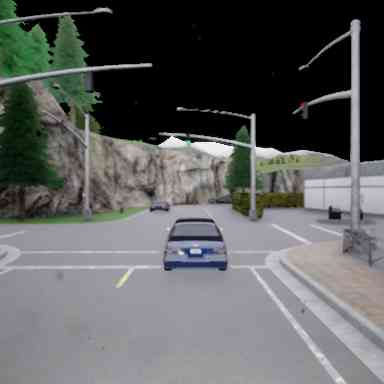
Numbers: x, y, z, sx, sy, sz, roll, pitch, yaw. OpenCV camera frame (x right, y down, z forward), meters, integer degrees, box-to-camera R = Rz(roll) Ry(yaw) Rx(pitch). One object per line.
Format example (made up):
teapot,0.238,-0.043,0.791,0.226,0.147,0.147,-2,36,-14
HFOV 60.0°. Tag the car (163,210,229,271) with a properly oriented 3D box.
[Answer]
car,0.096,1.539,10.865,2.033,1.411,5.357,0,0,0

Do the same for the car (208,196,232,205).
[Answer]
car,5.073,1.452,55.992,4.902,1.511,2.128,0,0,-17

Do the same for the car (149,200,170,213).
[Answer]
car,-3.517,1.536,36.958,1.994,1.385,4.181,0,0,1
